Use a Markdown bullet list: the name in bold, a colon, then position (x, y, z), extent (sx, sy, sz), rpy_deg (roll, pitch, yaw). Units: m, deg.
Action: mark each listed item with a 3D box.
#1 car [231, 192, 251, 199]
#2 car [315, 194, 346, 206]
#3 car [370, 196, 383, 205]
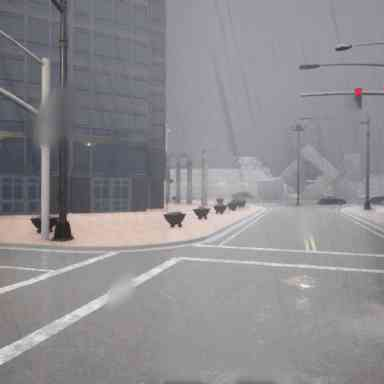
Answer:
- **car**: position (13.422, 0.925, 91.491), extent (5.566, 2.045, 2.150), rpy_deg (0, 0, -20)
- **car**: position (21.988, 1.453, 52.463), extent (4.181, 1.385, 1.994), rpy_deg (0, 0, 11)
- **car**: position (32.904, 1.430, 57.035), extent (4.892, 1.490, 1.837), rpy_deg (0, 1, -20)
